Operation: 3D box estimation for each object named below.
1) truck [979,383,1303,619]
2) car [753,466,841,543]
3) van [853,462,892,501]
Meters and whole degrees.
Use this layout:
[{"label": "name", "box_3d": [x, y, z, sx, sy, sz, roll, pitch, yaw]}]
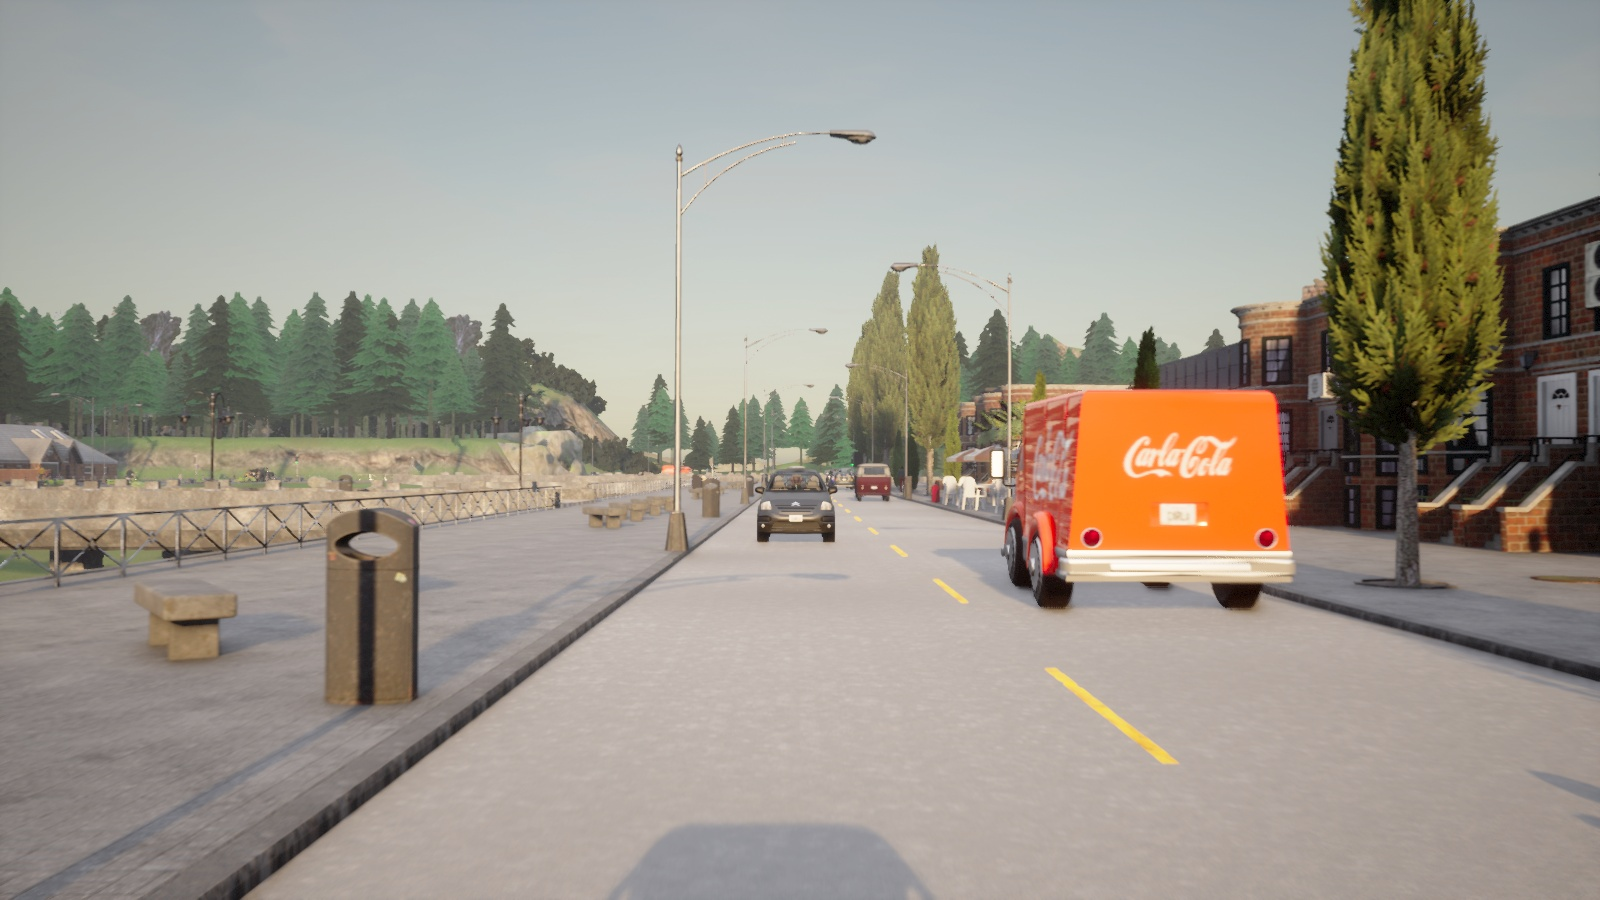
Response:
[{"label": "truck", "box_3d": [3.956, 0.577, 15.805, 2.627, 2.467, 5.204, 0, -1, 0]}, {"label": "car", "box_3d": [-0.075, 1.194, 28.631, 1.851, 1.617, 3.988, 0, -1, 0]}, {"label": "van", "box_3d": [3.825, 1.675, 66.923, 1.775, 1.987, 4.442, 0, -1, 0]}]
